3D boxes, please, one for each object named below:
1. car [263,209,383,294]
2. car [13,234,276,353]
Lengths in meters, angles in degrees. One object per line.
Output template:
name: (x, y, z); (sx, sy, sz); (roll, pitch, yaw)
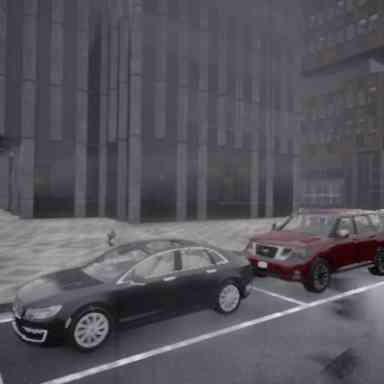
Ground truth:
car: (3.719, 1.422, 9.299); (5.009, 1.841, 2.192); (1, 0, -35)
car: (-0.781, 1.586, 6.088); (4.403, 1.369, 2.008); (1, 0, -35)
